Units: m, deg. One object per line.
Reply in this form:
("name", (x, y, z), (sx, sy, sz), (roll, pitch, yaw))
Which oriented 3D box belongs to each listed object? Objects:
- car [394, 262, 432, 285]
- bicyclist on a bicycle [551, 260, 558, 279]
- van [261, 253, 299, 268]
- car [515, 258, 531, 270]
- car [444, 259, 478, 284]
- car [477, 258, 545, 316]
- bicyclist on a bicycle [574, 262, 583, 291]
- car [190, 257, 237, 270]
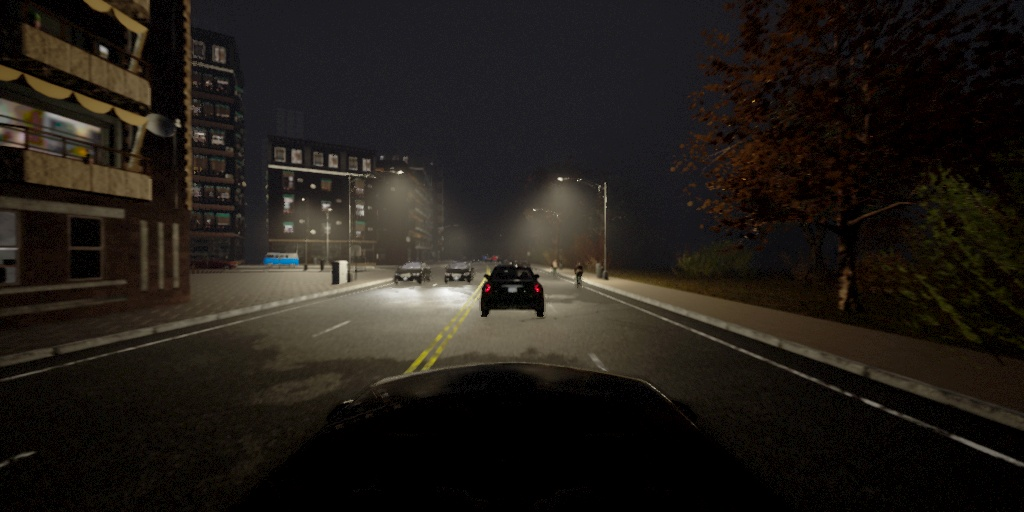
("car", (-6.992, 1.200, 25.702), (2.128, 1.511, 4.902), (0, 0, -2))
("bicyclist on a bicycle", (3.583, 1.157, 29.952), (0.582, 1.620, 1.656), (0, 0, -2))
("van", (-29.061, 0.555, 45.135), (3.998, 1.789, 1.690), (0, 0, -32))
("car", (1.544, 1.135, 52.208), (1.882, 1.535, 5.008), (0, 0, -4))
("car", (-3.763, 1.201, 26.193), (2.128, 1.511, 4.902), (0, 0, -2))
("car", (-0.012, 1.084, 13.470), (2.097, 1.767, 4.553), (0, 0, -1))
("bicyclist on a bicycle", (3.882, 1.174, 20.871), (0.582, 1.620, 1.656), (0, 0, -1))
("car", (-29.445, 0.791, 34.987), (4.207, 1.307, 1.802), (0, 0, -32))
